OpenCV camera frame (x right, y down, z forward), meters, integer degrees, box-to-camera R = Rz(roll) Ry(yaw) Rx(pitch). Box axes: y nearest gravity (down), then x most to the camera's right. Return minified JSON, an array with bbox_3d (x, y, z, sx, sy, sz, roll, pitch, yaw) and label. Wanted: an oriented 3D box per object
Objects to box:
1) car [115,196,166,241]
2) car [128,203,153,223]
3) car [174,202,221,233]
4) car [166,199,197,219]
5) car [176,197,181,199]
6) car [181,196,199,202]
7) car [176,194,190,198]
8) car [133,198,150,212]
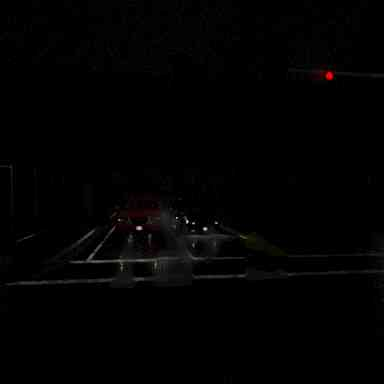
[{"bbox_3d":[-2.767,1.272,17.606,2.150,2.045,5.566,0,0,-8],"label":"car"},{"bbox_3d":[-4.203,1.665,27.257,1.895,1.301,4.718,0,0,-8],"label":"car"},{"bbox_3d":[0.323,1.606,20.607,2.033,1.411,5.357,0,0,-8],"label":"car"},{"bbox_3d":[-1.040,1.597,29.904,1.812,1.442,4.674,0,0,-9],"label":"car"},{"bbox_3d":[-2.800,1.689,41.755,1.895,1.301,4.718,0,0,-8],"label":"car"},{"bbox_3d":[0.060,1.647,47.133,2.033,1.411,5.357,0,0,-8],"label":"car"},{"bbox_3d":[-1.508,1.336,57.391,2.150,2.045,5.566,0,0,-8],"label":"car"},{"bbox_3d":[-6.152,1.560,40.484,1.882,1.535,5.008,0,0,-8],"label":"car"}]
